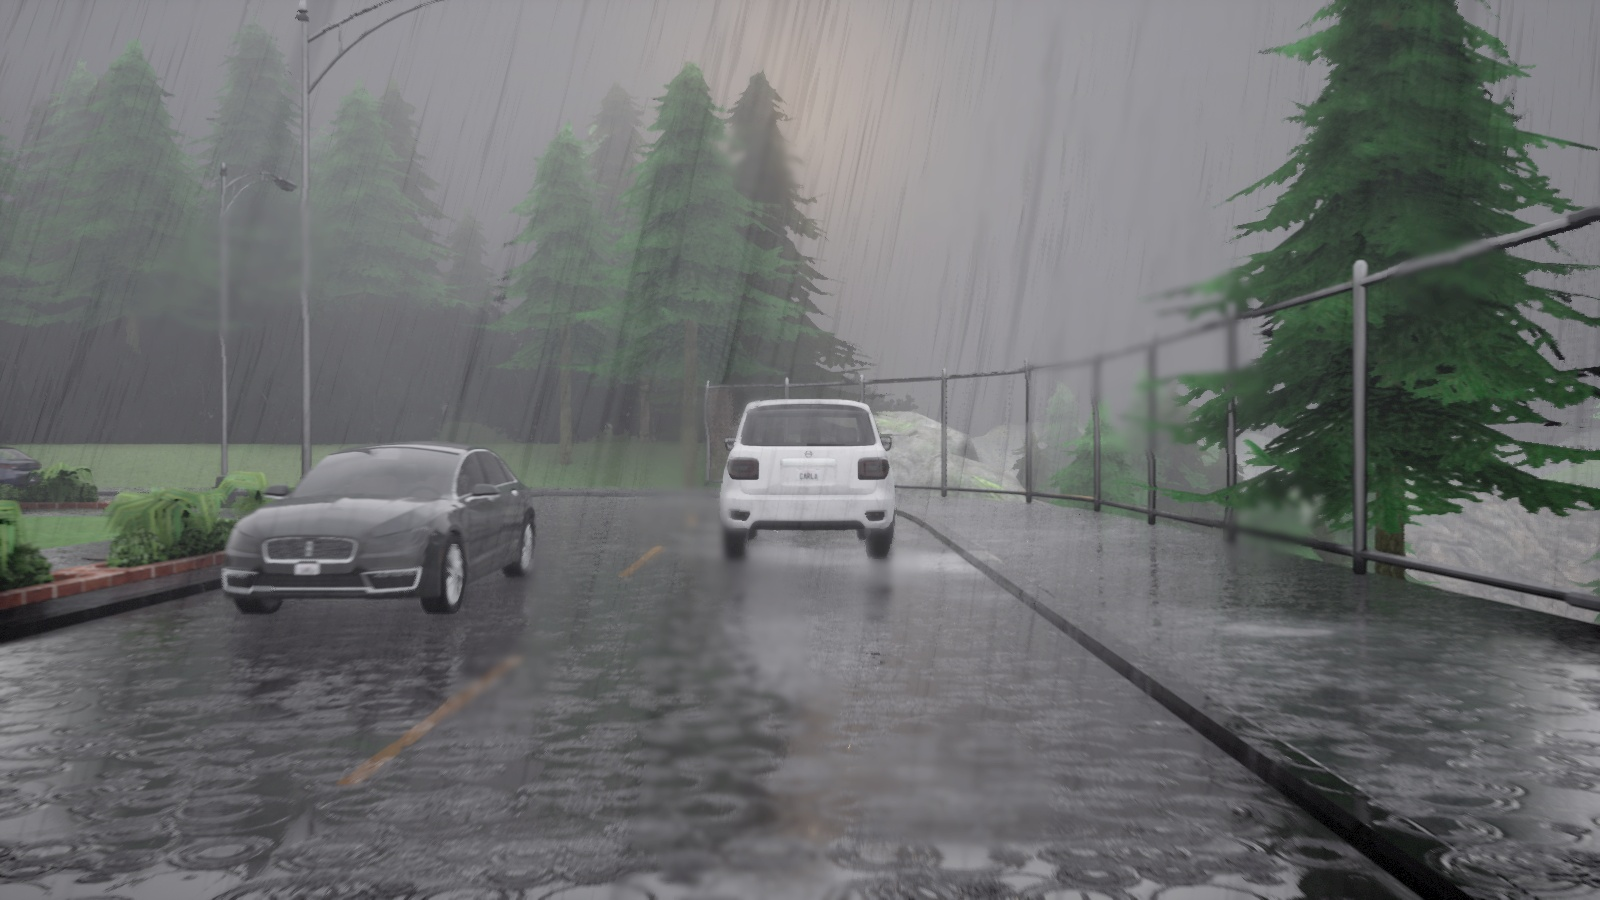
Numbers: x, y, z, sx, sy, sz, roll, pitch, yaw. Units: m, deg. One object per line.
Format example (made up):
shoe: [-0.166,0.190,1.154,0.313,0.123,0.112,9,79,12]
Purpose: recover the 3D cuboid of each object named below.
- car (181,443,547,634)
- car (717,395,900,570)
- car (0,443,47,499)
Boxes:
car: [-3.907,0.679,12.275,1.837,1.490,4.892,0,0,1]
car: [0.113,0.367,17.477,2.150,2.045,5.566,0,0,0]
car: [-22.975,0.551,33.889,4.193,1.474,1.816,0,0,0]
